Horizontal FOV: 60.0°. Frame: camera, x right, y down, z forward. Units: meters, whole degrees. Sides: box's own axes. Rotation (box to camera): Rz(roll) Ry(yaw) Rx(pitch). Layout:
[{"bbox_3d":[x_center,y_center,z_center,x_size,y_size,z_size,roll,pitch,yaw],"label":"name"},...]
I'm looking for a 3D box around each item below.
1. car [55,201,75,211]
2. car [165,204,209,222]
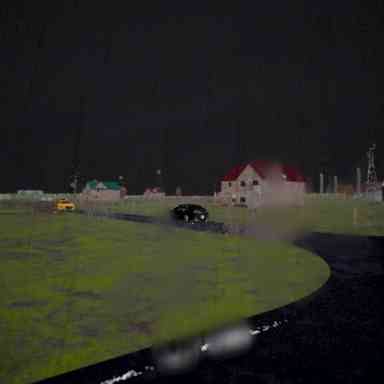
[{"bbox_3d":[-19.066,2.031,49.737,1.882,1.535,5.008,1,-2,-36],"label":"car"},{"bbox_3d":[-0.531,1.794,28.861,1.837,1.490,4.892,2,-2,-35],"label":"car"}]
